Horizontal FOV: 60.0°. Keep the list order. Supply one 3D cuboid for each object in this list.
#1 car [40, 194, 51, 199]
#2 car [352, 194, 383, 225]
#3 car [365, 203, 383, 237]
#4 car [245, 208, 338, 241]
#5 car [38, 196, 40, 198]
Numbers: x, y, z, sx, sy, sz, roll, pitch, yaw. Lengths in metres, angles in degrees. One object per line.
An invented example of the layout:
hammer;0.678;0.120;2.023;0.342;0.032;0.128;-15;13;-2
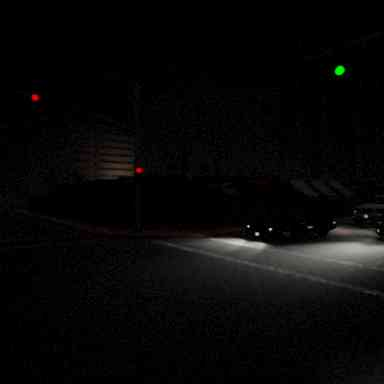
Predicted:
car;-29.025;1.133;69.663;3.866;1.878;1.905;0;0;-37
car;13.293;1.198;22.890;5.566;2.045;2.150;0;0;-37
car;11.130;1.473;16.831;4.902;1.511;2.128;0;0;-37
car;5.161;1.533;16.759;5.357;1.411;2.033;0;0;-35
car;-30.741;1.130;71.994;4.605;1.855;1.932;0;0;-37
